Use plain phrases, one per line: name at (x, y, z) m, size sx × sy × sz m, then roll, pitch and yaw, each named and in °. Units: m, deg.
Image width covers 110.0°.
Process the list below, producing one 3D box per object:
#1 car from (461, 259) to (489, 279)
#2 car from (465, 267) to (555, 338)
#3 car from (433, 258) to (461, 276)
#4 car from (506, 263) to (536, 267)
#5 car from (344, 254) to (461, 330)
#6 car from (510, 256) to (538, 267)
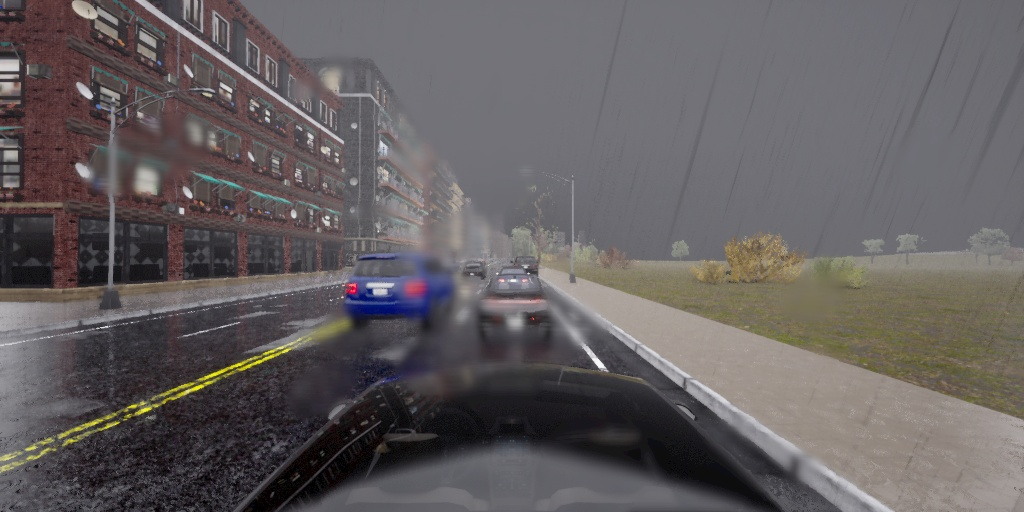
car at (-3.221, 1.260, 32.027) m, size 1.837 × 1.490 × 4.892 m, roll 0°, pitch 0°, yaw 0°
car at (0.081, 1.243, 10.260) m, size 2.128 × 1.511 × 4.902 m, roll 0°, pitch 0°, yaw 0°
car at (-6.684, 1.106, 37.299) m, size 2.097 × 1.767 × 4.553 m, roll 0°, pitch 0°, yaw 0°
car at (0.060, 1.301, 20.700) m, size 2.033 × 1.411 × 5.357 m, roll 0°, pitch 0°, yaw 0°
car at (-3.172, 0.971, 11.295) m, size 2.150 × 2.045 × 5.566 m, roll 0°, pitch 0°, yaw 0°
car at (1.070, 0.979, 30.912) m, size 2.150 × 2.045 × 5.566 m, roll 0°, pitch 0°, yaw 0°
